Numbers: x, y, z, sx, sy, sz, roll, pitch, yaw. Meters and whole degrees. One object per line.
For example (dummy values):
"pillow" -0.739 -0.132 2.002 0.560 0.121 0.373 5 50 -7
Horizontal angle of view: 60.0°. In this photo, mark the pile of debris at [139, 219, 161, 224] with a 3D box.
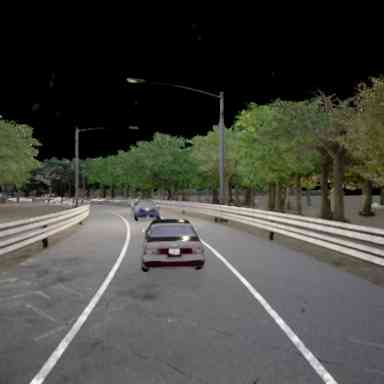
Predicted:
"pile of debris" -3.303 2.309 26.083 1.500 0.140 1.860 0 0 -14

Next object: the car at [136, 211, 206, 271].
"car" -0.714 1.603 11.176 2.033 1.411 5.357 0 0 -6

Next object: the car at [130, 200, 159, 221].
"car" -4.249 1.505 29.463 2.097 1.767 4.553 0 0 -15
